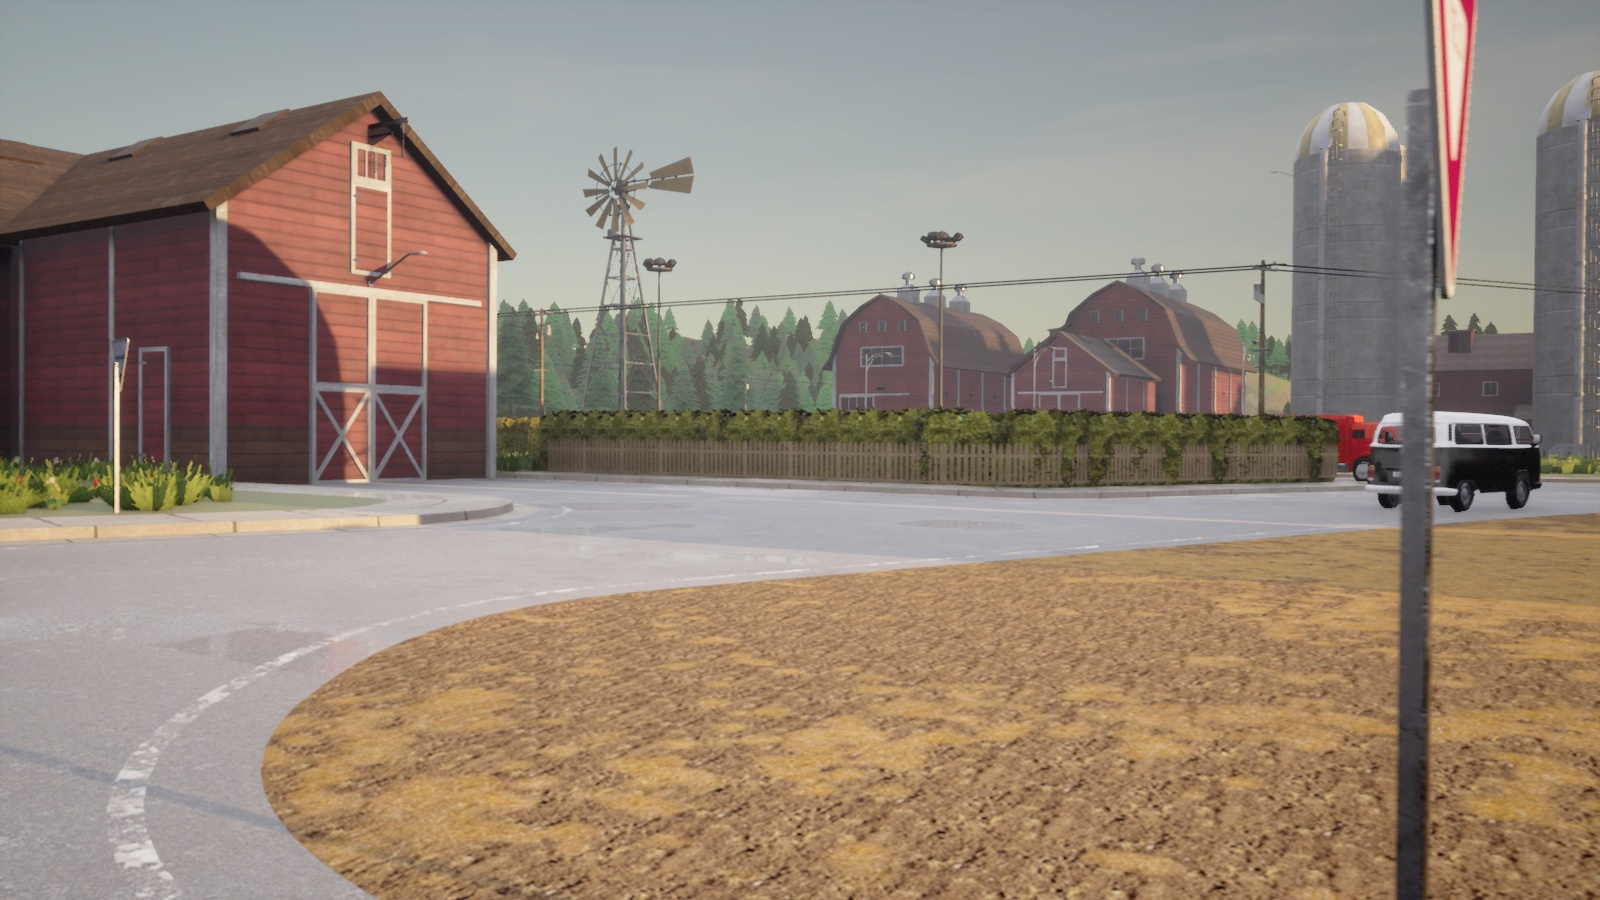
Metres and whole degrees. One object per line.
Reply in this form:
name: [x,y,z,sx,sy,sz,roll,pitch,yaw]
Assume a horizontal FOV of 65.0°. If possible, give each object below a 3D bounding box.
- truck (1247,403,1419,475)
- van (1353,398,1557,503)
truck: [19.257,-0.397,45.490,5.204,2.467,2.627,0,1,40]
van: [13.859,-0.030,26.494,4.480,2.038,2.069,-1,1,-37]
